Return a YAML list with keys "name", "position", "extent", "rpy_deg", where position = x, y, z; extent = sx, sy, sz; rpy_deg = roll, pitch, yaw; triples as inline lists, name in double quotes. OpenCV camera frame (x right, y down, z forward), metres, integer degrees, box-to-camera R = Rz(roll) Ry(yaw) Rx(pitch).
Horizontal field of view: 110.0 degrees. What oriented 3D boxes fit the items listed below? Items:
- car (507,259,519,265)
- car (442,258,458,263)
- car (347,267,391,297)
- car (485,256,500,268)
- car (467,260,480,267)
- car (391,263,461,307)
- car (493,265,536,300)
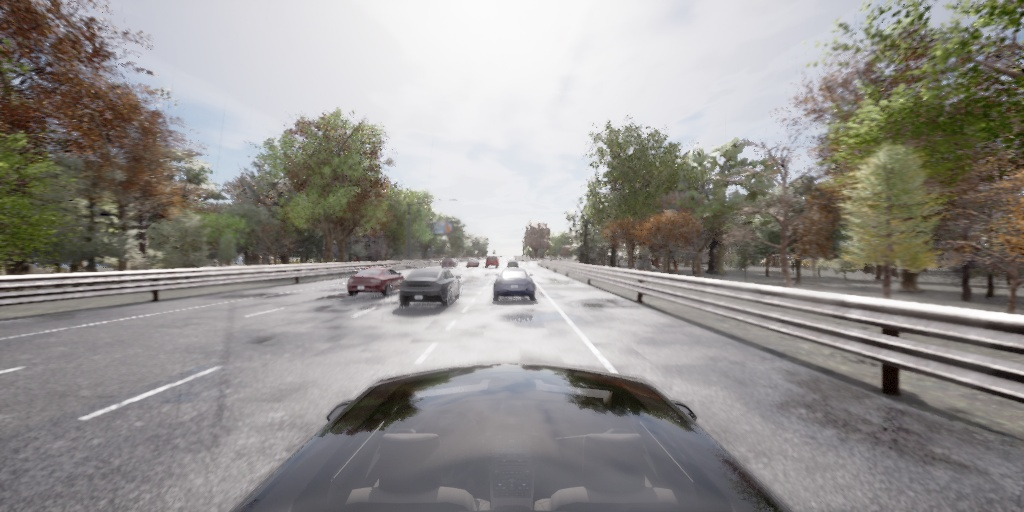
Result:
- name: "car"
  position: [0.135, 1.285, 61.865]
  extent: [1.812, 1.442, 4.674]
  rpy_deg: [0, 0, 0]
- name: "car"
  position: [-10.368, 1.105, 59.842]
  extent: [2.097, 1.767, 4.553]
  rpy_deg: [0, 0, 0]
- name: "car"
  position: [-6.893, 1.273, 18.663]
  extent: [1.812, 1.442, 4.674]
  rpy_deg: [0, 0, 0]
- name: "car"
  position: [-3.368, 0.980, 61.902]
  extent: [2.150, 2.045, 5.566]
  rpy_deg: [0, 0, 0]
- name: "car"
  position: [-6.866, 1.321, 64.251]
  extent: [1.994, 1.385, 4.181]
  rpy_deg: [0, 0, 0]
- name: "car"
  position: [-3.397, 1.255, 15.504]
  extent: [1.837, 1.490, 4.892]
  rpy_deg: [0, 0, 0]
- name: "car"
  position: [0.106, 1.315, 17.745]
  extent: [1.994, 1.385, 4.181]
  rpy_deg: [0, 0, 0]
